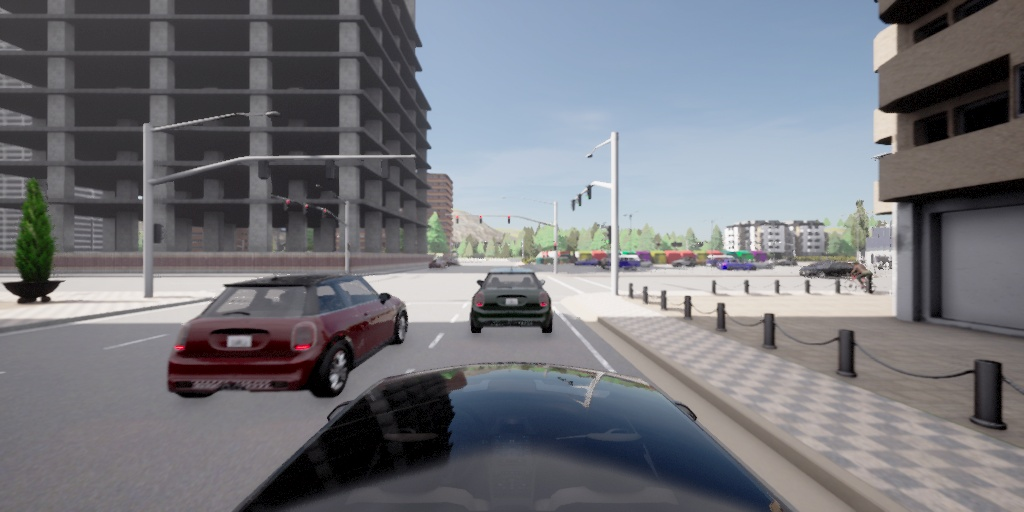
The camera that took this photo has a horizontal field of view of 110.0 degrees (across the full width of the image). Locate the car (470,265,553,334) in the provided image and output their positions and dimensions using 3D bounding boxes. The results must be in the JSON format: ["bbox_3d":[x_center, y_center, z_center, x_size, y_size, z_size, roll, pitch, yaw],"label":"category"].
[{"bbox_3d":[-0.032,1.115,10.834,2.097,1.767,4.553,0,0,-1],"label":"car"}]

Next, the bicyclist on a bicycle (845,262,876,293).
[{"bbox_3d":[18.049,1.125,18.626,0.582,1.620,1.656,0,0,0],"label":"bicyclist on a bicycle"}]

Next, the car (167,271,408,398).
[{"bbox_3d":[-3.490,1.108,6.698,2.097,1.767,4.553,0,0,0],"label":"car"}]

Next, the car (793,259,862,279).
[{"bbox_3d":[29.493,1.319,33.201,5.008,1.535,1.882,0,0,0],"label":"car"}]

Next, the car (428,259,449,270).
[{"bbox_3d":[-11.495,1.294,55.197,1.882,1.535,5.008,0,0,0],"label":"car"}]
